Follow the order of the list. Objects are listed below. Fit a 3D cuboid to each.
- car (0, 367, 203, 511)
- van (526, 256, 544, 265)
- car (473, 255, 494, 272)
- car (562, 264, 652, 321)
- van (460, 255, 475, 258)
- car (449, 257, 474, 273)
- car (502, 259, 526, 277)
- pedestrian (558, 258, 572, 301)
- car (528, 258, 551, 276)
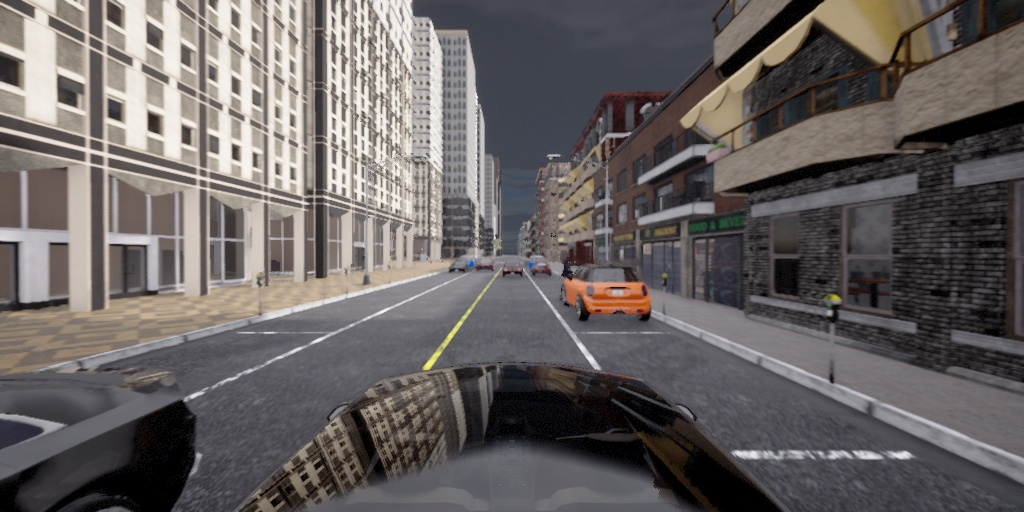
[{"bbox_3d":[-3.099,1.249,0.427,2.128,1.511,4.902,0,0,0],"label":"car"},{"bbox_3d":[2.705,0.873,39.014,1.690,1.789,3.998,0,0,0],"label":"van"},{"bbox_3d":[-3.073,0.995,41.685,1.882,1.535,5.008,0,0,0],"label":"car"},{"bbox_3d":[3.004,1.038,12.301,2.097,1.767,4.553,0,0,0],"label":"car"},{"bbox_3d":[-5.674,0.842,44.666,1.690,1.789,3.998,0,0,0],"label":"van"},{"bbox_3d":[-5.675,1.098,39.017,1.948,1.339,4.313,0,0,0],"label":"car"},{"bbox_3d":[0.065,1.169,32.733,1.895,1.301,4.718,0,0,0],"label":"car"},{"bbox_3d":[2.238,0.964,15.079,0.375,1.860,0.375,0,0,-2],"label":"pedestrian"},{"bbox_3d":[2.703,1.146,33.365,1.802,1.307,4.207,0,0,0],"label":"car"}]
